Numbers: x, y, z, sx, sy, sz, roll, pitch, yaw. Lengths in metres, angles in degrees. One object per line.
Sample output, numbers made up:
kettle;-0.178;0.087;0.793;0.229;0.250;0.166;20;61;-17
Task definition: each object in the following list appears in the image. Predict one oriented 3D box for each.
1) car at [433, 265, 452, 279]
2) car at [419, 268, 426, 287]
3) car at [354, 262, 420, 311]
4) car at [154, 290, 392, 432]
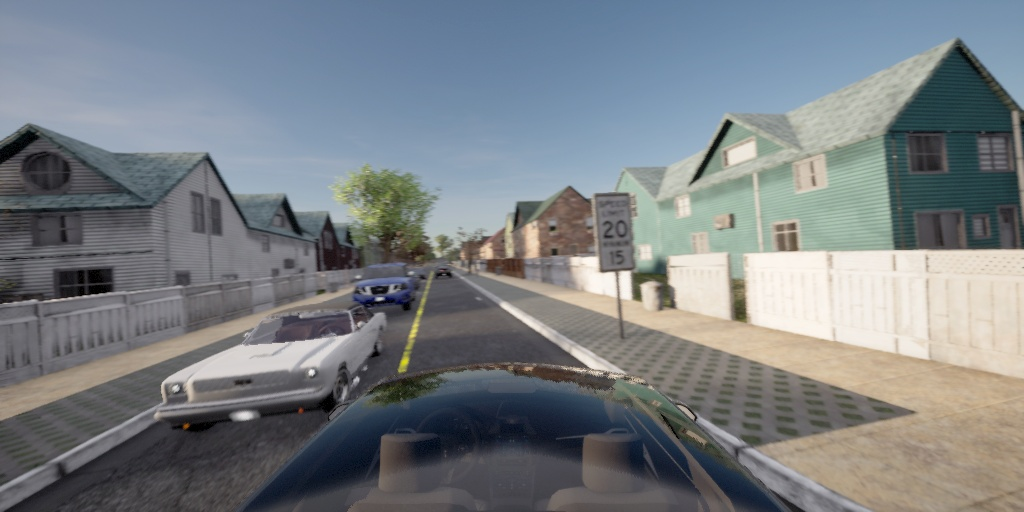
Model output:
car;-7.945;1.777;41.479;1.837;1.490;4.892;-4;0;-12
car;-7.821;1.753;26.707;2.128;1.511;4.902;-4;0;-12
car;-5.702;1.344;16.563;2.150;2.045;5.566;-4;0;-12
car;-3.544;1.585;6.360;1.895;1.301;4.718;-4;0;-11
